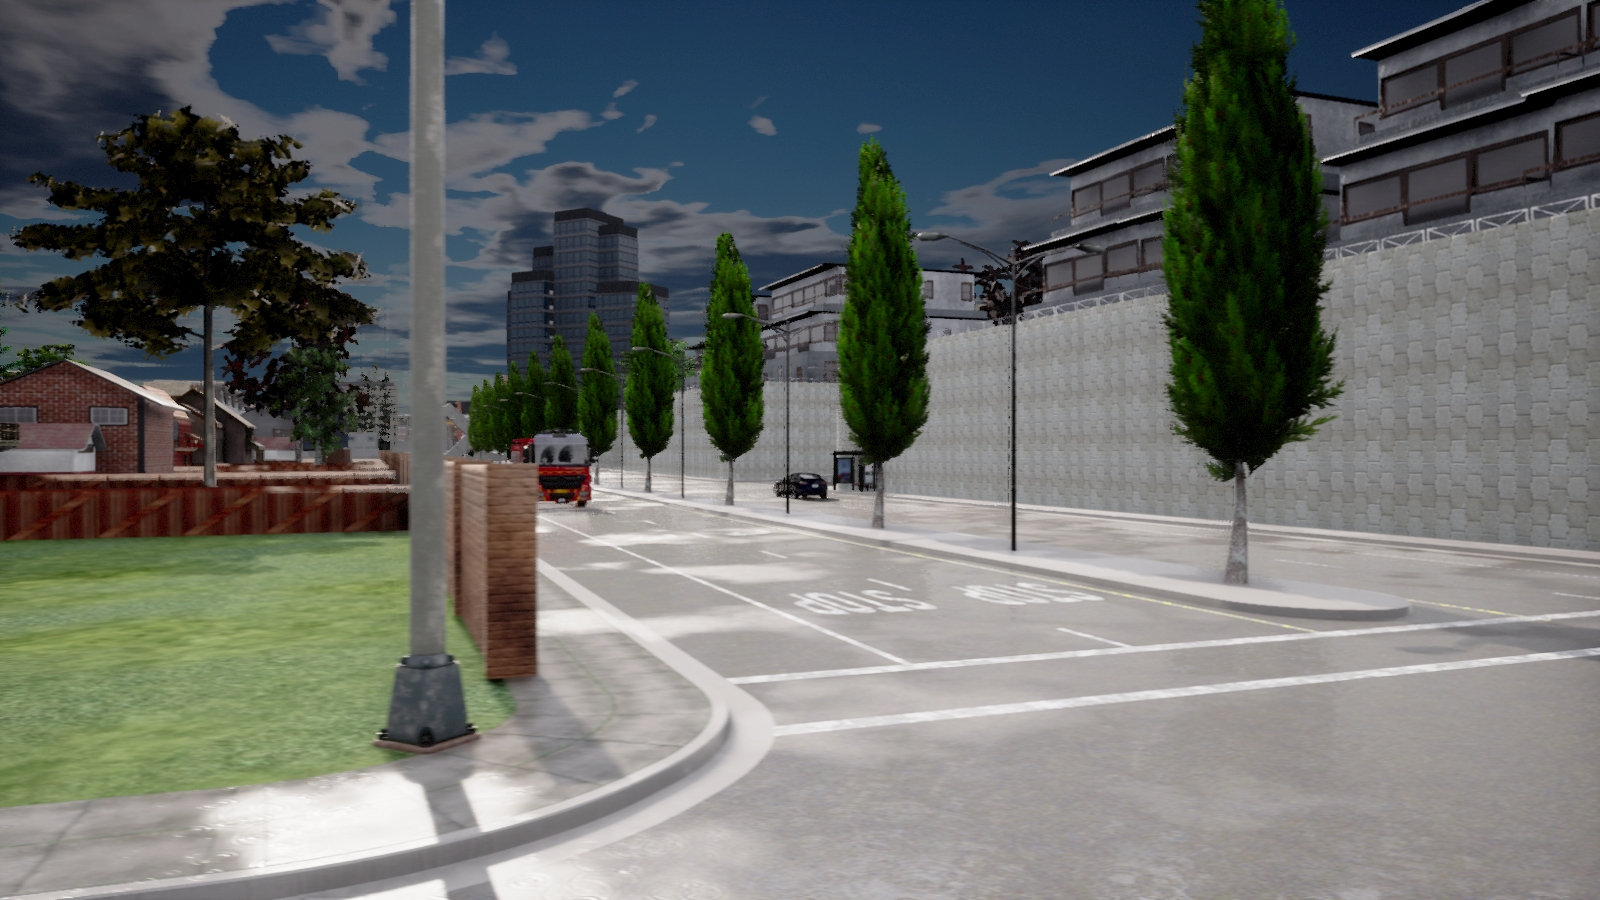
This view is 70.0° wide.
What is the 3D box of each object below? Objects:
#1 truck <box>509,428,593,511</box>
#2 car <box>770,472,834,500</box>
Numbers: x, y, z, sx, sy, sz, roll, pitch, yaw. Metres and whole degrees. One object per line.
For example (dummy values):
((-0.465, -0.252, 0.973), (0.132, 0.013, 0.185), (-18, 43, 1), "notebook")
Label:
((-12.591, 0.889, 57.214), (2.891, 3.827, 8.468), (0, 0, -21), "truck")
((0.050, 2.058, 66.258), (2.163, 1.488, 4.792), (0, 0, -21), "car")
